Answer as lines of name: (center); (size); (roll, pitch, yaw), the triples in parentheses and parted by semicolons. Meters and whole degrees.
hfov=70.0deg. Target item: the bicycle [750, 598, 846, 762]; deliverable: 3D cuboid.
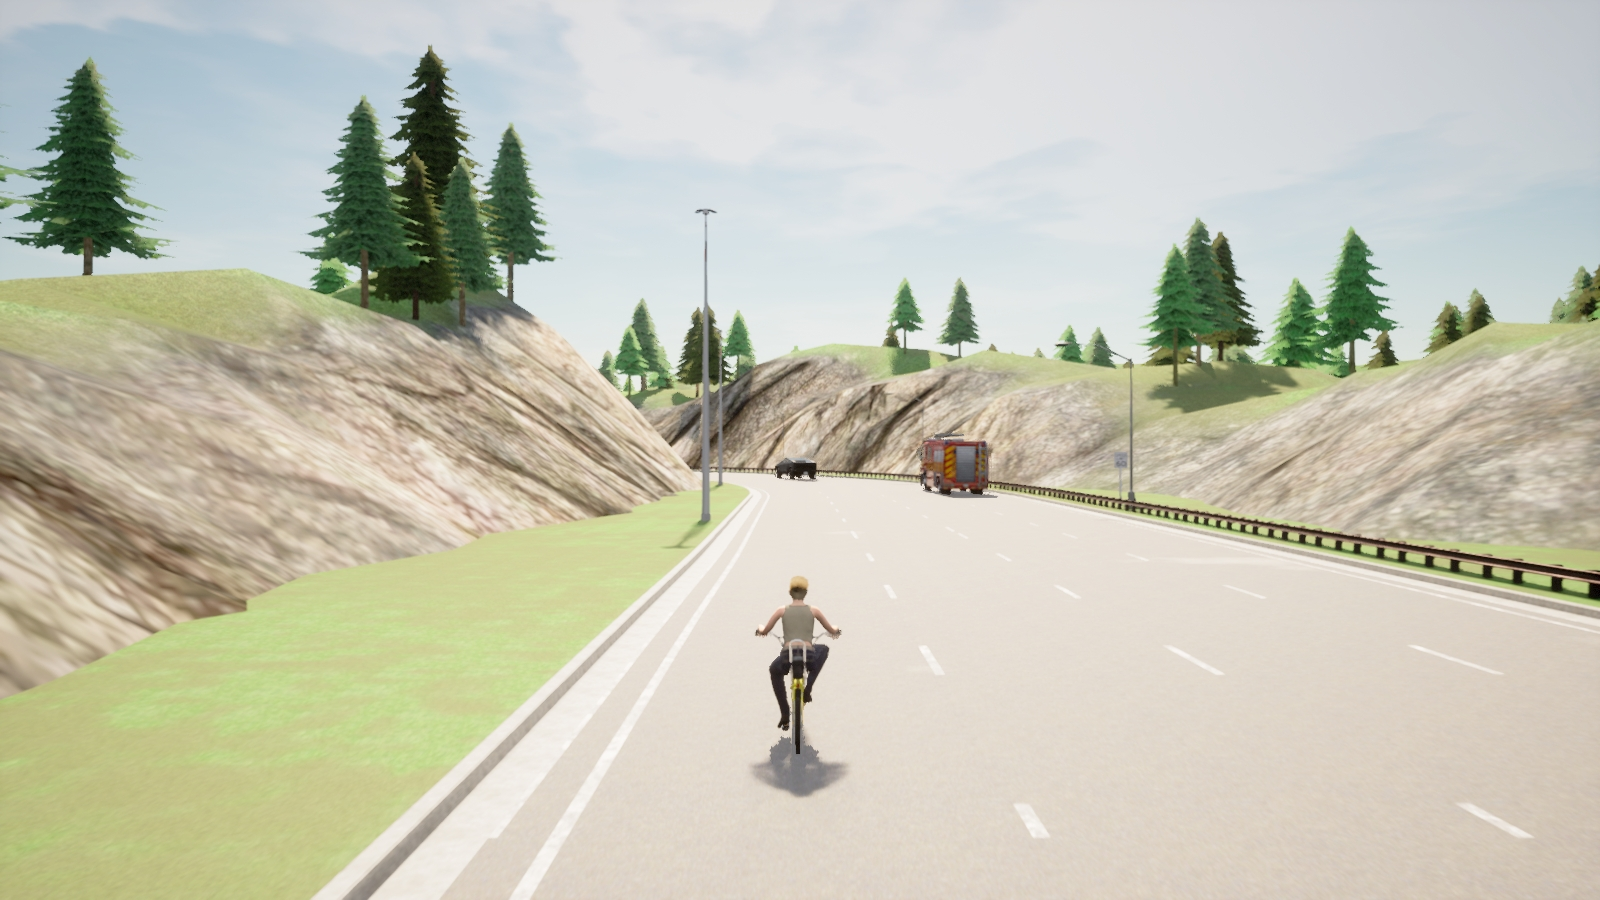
bicycle: (-0.016, 2.156, 10.965); (0.859, 1.276, 1.487); (0, 0, 0)

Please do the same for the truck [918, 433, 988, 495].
truck: (9.932, 0.882, 75.036); (2.891, 3.827, 8.468); (0, 0, -4)
